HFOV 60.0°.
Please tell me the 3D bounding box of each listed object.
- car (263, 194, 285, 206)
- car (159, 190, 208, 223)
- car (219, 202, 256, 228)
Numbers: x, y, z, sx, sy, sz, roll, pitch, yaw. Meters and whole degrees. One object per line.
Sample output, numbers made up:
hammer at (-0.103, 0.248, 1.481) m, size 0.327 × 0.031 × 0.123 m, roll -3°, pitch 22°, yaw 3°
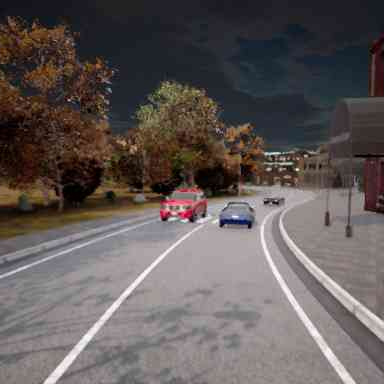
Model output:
car at (10.049, 0.949, 40.384) m, size 1.895 × 1.301 × 4.718 m, roll 2°, pitch 2°, yaw 25°
car at (-0.411, 0.880, 22.781) m, size 2.150 × 2.045 × 5.566 m, roll 1°, pitch 1°, yaw 15°
car at (2.911, 1.326, 20.766) m, size 1.994 × 1.385 × 4.181 m, roll 1°, pitch 1°, yaw 13°
